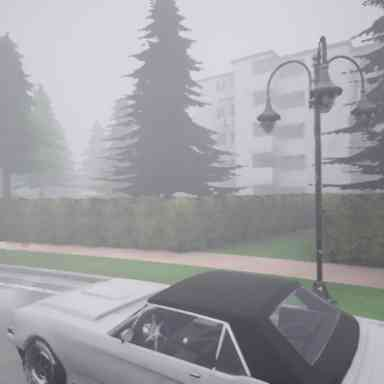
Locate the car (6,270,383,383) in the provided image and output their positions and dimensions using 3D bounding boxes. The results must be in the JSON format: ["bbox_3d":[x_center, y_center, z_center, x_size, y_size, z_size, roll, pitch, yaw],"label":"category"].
[{"bbox_3d":[0.071,1.598,3.632,4.718,1.301,1.895,-1,0,32],"label":"car"}]
